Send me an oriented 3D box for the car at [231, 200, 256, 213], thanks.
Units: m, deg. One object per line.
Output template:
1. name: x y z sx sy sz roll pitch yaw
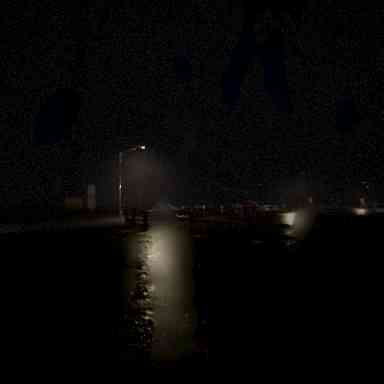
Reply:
1. car: 8.457 2.370 53.848 2.150 2.045 5.566 -1 -2 35

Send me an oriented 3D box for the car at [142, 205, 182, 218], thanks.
1. car: -3.249 2.158 37.563 2.033 1.411 5.357 -1 -2 35
